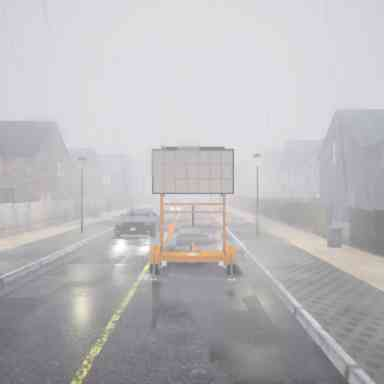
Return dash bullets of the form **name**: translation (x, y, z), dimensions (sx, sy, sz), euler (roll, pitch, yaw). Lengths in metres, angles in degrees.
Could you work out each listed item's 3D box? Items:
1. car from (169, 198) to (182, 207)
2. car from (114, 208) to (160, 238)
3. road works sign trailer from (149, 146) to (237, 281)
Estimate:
- **car**: translation (-2.617, 1.652, 54.232), dimensions (2.128, 1.511, 4.902), euler (0, 0, 0)
- **car**: translation (-2.809, 1.574, 17.769), dimensions (1.994, 1.385, 4.181), euler (0, 0, 0)
- **road works sign trailer**: translation (0.029, 0.466, 9.852), dimensions (2.380, 3.560, 2.880), euler (0, 0, 1)
